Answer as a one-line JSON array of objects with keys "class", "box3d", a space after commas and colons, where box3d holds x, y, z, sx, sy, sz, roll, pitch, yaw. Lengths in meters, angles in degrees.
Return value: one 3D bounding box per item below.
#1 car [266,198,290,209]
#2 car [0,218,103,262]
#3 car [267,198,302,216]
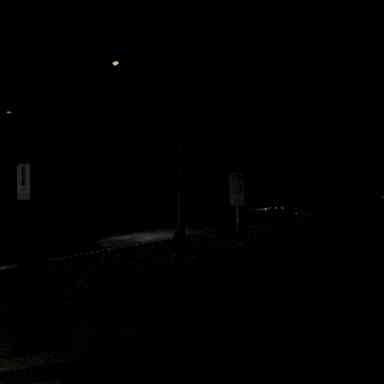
[{"class": "car", "box3d": [12.788, 1.640, 49.295, 1.812, 1.442, 4.674, -1, -1, 35]}, {"class": "car", "box3d": [-5.613, 1.578, 12.082, 1.895, 1.301, 4.718, -1, 0, 35]}, {"class": "car", "box3d": [9.349, 1.556, 33.205, 2.033, 1.411, 5.357, -1, -1, 35]}]
